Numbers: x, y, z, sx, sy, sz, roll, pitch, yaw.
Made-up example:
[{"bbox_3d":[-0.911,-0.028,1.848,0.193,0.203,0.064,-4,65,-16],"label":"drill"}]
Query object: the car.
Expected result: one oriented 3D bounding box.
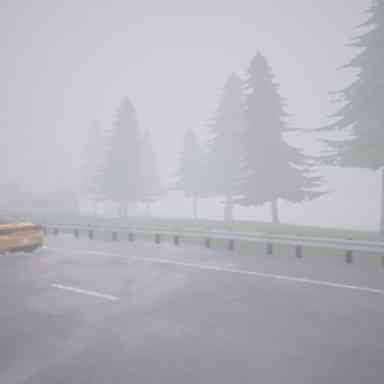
[{"bbox_3d":[-7.678,1.464,12.127,5.008,1.535,1.882,0,0,27],"label":"car"}]
